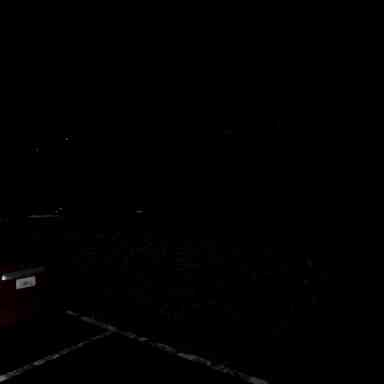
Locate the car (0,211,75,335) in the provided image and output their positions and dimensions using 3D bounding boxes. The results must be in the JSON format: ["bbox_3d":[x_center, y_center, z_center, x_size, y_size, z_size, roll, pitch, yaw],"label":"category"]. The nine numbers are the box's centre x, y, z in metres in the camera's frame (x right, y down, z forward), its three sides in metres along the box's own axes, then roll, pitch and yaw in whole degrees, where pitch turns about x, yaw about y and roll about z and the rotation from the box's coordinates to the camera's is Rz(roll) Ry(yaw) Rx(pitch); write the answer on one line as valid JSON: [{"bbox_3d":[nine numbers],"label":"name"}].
[{"bbox_3d":[-4.187,1.316,5.942,5.009,1.841,2.192,0,-1,36],"label":"car"}]

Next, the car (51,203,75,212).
[{"bbox_3d":[-13.014,1.825,36.895,1.895,1.301,4.718,-1,-1,37],"label":"car"}]
